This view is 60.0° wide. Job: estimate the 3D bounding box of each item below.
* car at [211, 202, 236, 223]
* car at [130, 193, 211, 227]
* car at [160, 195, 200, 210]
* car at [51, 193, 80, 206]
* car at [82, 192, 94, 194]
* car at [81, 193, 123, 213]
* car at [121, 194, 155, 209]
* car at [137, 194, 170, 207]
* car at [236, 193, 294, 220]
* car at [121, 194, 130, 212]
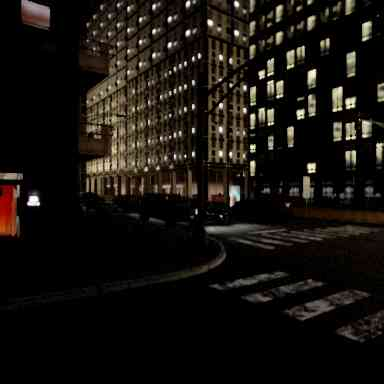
[{"bbox_3d":[0.343,1.187,22.000,1.837,1.490,4.892,0,1,-36],"label":"car"},{"bbox_3d":[-1.465,1.002,20.116,2.192,1.841,5.009,1,0,-36],"label":"car"},{"bbox_3d":[-1.275,1.059,34.067,1.947,1.339,4.313,1,0,-36],"label":"car"},{"bbox_3d":[-14.545,0.821,38.039,2.008,1.369,4.403,2,0,-36],"label":"car"},{"bbox_3d":[-11.738,0.802,38.582,1.837,1.490,4.892,0,1,-36],"label":"car"},{"bbox_3d":[-8.009,1.061,29.078,1.802,1.307,4.206,2,0,-36],"label":"car"},{"bbox_3d":[-5.904,0.972,35.995,1.994,1.385,4.181,0,1,-36],"label":"car"},{"bbox_3d":[-4.545,0.955,38.549,1.947,1.339,4.313,1,0,-36],"label":"car"},{"bbox_3d":[5.269,1.016,25.103,2.192,1.841,5.009,1,0,-36],"label":"car"},{"bbox_3d":[-5.671,0.983,30.249,2.128,1.511,4.902,0,1,-36],"label":"car"}]
